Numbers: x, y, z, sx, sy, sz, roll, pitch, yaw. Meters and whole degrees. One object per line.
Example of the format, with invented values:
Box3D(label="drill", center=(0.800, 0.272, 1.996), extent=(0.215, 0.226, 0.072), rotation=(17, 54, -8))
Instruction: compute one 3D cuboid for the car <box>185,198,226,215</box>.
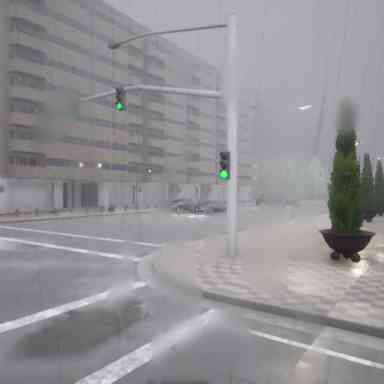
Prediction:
Box3D(label="car", center=(1.622, 1.498, 32.900), extent=(1.994, 1.385, 4.181), rotation=(0, 0, 36))

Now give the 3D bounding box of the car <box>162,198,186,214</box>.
Box3D(label="car", center=(-1.155, 1.437, 35.032), extent=(1.837, 1.490, 4.892), rotation=(0, 0, 36))

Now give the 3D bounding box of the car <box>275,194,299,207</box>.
Box3D(label="car", center=(14.860, 1.445, 51.017), extent=(1.837, 1.490, 4.892), rotation=(0, 0, 36))

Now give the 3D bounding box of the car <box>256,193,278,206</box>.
Box3D(label="car", center=(12.243, 1.142, 53.364), extent=(2.150, 2.045, 5.566), rotation=(0, 0, 36))
